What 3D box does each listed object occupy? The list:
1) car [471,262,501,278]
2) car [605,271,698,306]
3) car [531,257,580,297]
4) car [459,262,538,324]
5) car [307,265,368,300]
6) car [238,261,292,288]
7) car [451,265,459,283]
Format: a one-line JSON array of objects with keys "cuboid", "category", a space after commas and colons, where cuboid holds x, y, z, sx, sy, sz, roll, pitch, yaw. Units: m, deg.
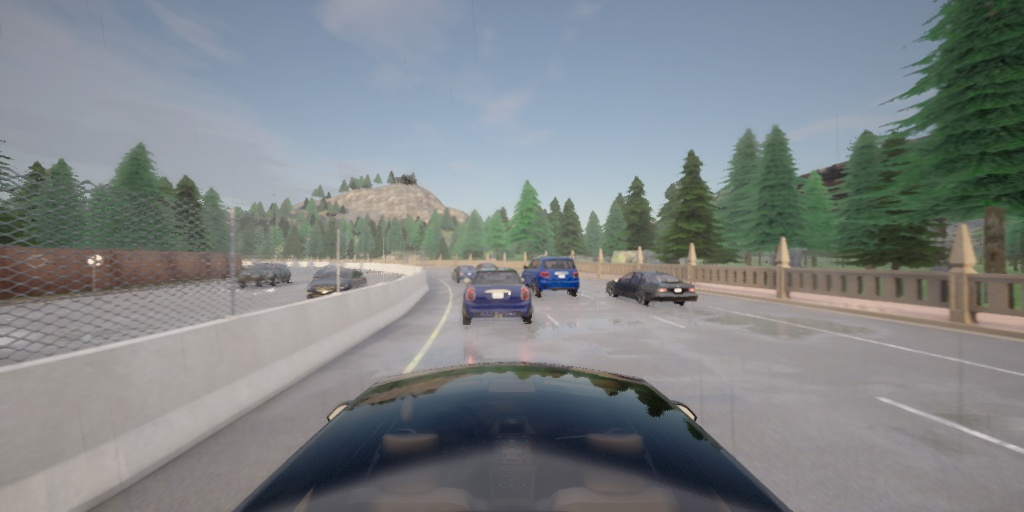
[{"cuboid": [-2.814, 1.449, 37.815, 1.882, 1.535, 5.008, 0, 0, -20], "category": "car"}, {"cuboid": [6.054, 1.384, 16.273, 2.033, 1.411, 5.357, 0, 0, -7], "category": "car"}, {"cuboid": [1.960, 1.082, 19.818, 2.150, 2.045, 5.566, 0, 0, -9], "category": "car"}, {"cuboid": [-0.605, 1.168, 12.431, 2.097, 1.767, 4.553, 0, 0, -6], "category": "car"}, {"cuboid": [-8.571, 1.360, 18.013, 1.837, 1.490, 4.892, 0, -1, -10], "category": "car"}, {"cuboid": [-17.373, 1.252, 25.434, 2.097, 1.767, 4.553, 0, 0, -16], "category": "car"}, {"cuboid": [-3.983, 1.473, 30.281, 2.033, 1.411, 5.357, 0, 0, -16], "category": "car"}]
